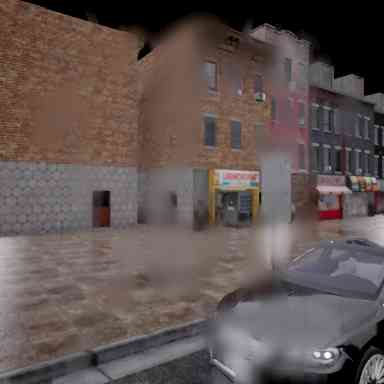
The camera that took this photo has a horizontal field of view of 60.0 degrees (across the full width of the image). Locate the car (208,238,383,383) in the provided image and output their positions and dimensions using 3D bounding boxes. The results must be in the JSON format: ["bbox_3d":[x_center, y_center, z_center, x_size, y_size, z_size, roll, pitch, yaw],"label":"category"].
[{"bbox_3d":[2.453,1.492,4.832,4.902,1.511,2.128,0,0,-36],"label":"car"}]
